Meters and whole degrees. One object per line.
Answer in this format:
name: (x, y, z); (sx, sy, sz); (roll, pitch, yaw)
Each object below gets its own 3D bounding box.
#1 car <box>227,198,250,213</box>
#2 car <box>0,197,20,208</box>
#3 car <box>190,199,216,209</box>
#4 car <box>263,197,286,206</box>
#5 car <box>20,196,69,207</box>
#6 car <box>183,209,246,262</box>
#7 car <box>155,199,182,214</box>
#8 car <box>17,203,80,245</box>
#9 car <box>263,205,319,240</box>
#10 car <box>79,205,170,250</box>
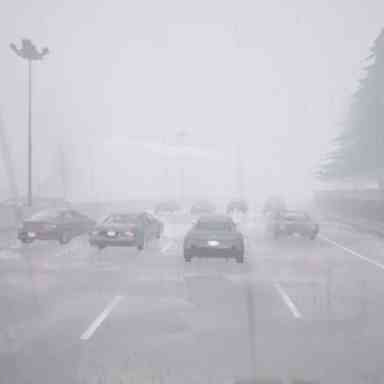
car: (4.685, 1.399, 33.489); (1.837, 1.490, 4.892); (0, 0, 15)
car: (-16.955, 1.178, 34.187); (2.097, 1.767, 4.553); (0, 0, 14)
car: (1.209, 1.446, 33.980); (1.994, 1.385, 4.181); (0, 0, 15)
car: (8.288, 1.258, 33.380); (2.097, 1.767, 4.553); (0, 0, 15)
car: (-13.836, 1.194, 32.107); (2.097, 1.767, 4.553); (0, 0, 13)
car: (0.830, 1.523, 12.112); (1.994, 1.385, 4.181); (0, 0, 5)
car: (-2.409, 1.396, 34.009); (1.812, 1.442, 4.674); (0, 0, 14)
car: (-5.898, 1.453, 15.054); (1.812, 1.442, 4.674); (0, 0, 6)
car: (4.848, 1.556, 16.660); (1.895, 1.301, 4.718); (0, 0, 7)
car: (-2.537, 1.489, 14.092); (2.033, 1.411, 5.357); (0, 0, 6)
